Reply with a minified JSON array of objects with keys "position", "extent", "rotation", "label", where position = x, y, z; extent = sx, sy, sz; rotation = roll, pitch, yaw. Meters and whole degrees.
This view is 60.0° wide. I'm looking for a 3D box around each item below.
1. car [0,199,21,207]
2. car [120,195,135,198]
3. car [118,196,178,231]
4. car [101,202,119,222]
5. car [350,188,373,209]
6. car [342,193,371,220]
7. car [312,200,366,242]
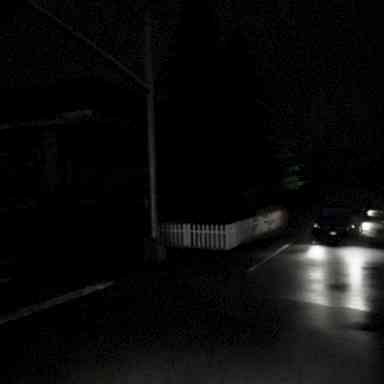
[{"position":[-33.751,2.019,61.695],"extent":[4.514,1.523,2.007],"rotation":[-1,0,28],"label":"car"},{"position":[-16.543,1.444,77.187],"extent":[5.027,1.636,2.152],"rotation":[-1,0,28],"label":"car"},{"position":[-2.498,1.368,21.195],"extent":[1.905,1.878,3.866],"rotation":[-1,0,28],"label":"car"},{"position":[-5.392,1.580,27.712],"extent":[2.242,1.667,4.611],"rotation":[-1,0,28],"label":"car"},{"position":[17.268,0.609,34.183],"extent":[2.150,2.045,5.566],"rotation":[-1,1,29],"label":"car"},{"position":[11.789,1.091,24.360],"extent":[1.882,1.535,5.008],"rotation":[-1,0,29],"label":"car"},{"position":[6.830,1.342,15.472],"extent":[1.812,1.442,4.674],"rotation":[-1,0,29],"label":"car"}]
